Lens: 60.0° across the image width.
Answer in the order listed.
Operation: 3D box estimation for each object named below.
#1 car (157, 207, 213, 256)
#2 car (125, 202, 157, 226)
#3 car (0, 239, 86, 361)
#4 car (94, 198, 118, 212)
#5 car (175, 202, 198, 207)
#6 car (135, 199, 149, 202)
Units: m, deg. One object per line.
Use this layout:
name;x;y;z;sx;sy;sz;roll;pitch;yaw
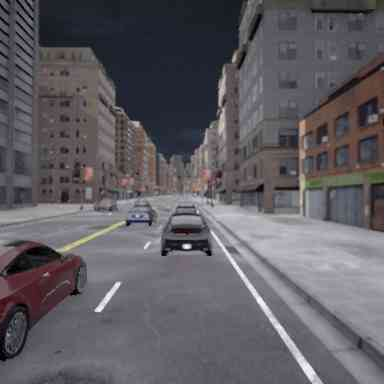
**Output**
car;-0.216;1.586;13.550;1.837;1.490;4.892;0;0;-1
car;-3.673;1.691;24.711;2.033;1.411;5.357;0;0;-1
car;-3.322;1.561;5.829;1.812;1.442;4.674;0;0;-1
car;-10.670;1.581;41.433;2.097;1.767;4.553;0;0;-1
car;-0.526;1.665;30.334;2.128;1.511;4.902;0;0;-1
car;-7.541;1.765;50.134;2.128;1.511;4.902;0;0;-1
